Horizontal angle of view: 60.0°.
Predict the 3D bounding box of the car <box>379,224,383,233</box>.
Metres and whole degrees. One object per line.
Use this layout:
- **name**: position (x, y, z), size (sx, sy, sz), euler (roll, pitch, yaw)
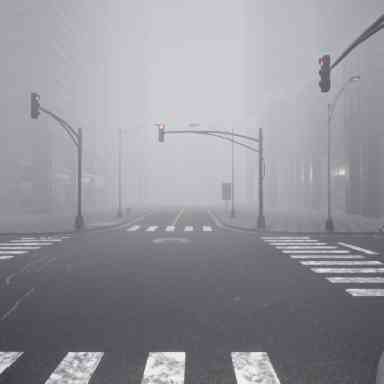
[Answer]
- **car**: position (11.760, 1.564, 16.189), size (4.829, 1.417, 1.752), euler (0, -1, 0)
